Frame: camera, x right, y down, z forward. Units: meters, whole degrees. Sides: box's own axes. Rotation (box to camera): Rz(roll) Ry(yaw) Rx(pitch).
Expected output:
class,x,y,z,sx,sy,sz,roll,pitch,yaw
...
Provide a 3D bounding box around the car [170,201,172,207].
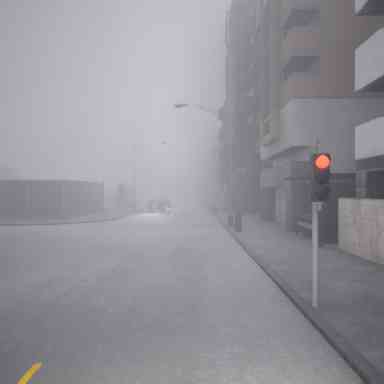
class,x,y,z,sx,sy,sz,roll,pitch,yaw
car,-4.104,1.564,49.288,1.994,1.385,4.181,0,0,0

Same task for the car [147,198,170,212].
class,x,y,z,sx,sy,sz,roll,pitch,yaw
car,-4.122,1.491,39.268,2.128,1.511,4.902,0,0,0
